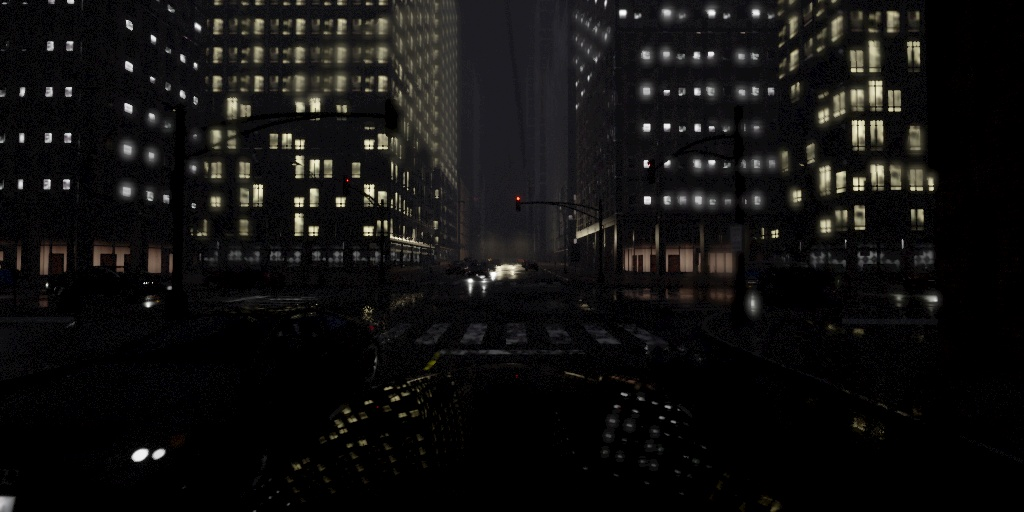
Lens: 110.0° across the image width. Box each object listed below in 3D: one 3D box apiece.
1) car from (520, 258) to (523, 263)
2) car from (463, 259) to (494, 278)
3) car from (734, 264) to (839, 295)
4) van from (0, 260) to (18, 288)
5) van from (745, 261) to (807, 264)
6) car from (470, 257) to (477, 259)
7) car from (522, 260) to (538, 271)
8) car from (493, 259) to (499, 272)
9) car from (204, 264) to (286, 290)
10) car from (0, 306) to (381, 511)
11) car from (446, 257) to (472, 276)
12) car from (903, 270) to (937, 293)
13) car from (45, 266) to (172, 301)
[{"bbox_3d":[2.674,1.298,60.143,1.751,1.417,4.829,0,0,0],"label":"car"},{"bbox_3d":[-3.112,1.310,34.523,2.033,1.411,5.357,0,0,0],"label":"car"},{"bbox_3d":[14.868,1.321,19.526,4.892,1.490,1.837,0,-1,0],"label":"car"},{"bbox_3d":[-33.444,1.132,22.195,3.998,1.789,1.690,0,0,0],"label":"van"},{"bbox_3d":[15.975,1.210,22.098,3.998,1.789,1.690,0,0,0],"label":"van"},{"bbox_3d":[-5.704,1.082,48.753,2.192,1.841,5.009,0,0,0],"label":"car"},{"bbox_3d":[2.677,1.350,48.817,1.802,1.307,4.207,0,0,0],"label":"car"},{"bbox_3d":[-3.112,1.368,46.844,1.895,1.301,4.718,0,0,0],"label":"car"},{"bbox_3d":[-16.499,1.255,22.163,4.097,1.591,1.967,0,0,0],"label":"car"},{"bbox_3d":[-3.101,1.315,4.127,1.994,1.385,4.181,0,0,0],"label":"car"},{"bbox_3d":[-5.701,1.203,37.602,1.967,1.591,4.097,0,0,0],"label":"car"},{"bbox_3d":[24.348,1.313,19.503,5.008,1.535,1.882,0,-1,0],"label":"car"},{"bbox_3d":[-18.092,1.191,16.391,4.902,1.511,2.128,0,-1,0],"label":"car"}]
